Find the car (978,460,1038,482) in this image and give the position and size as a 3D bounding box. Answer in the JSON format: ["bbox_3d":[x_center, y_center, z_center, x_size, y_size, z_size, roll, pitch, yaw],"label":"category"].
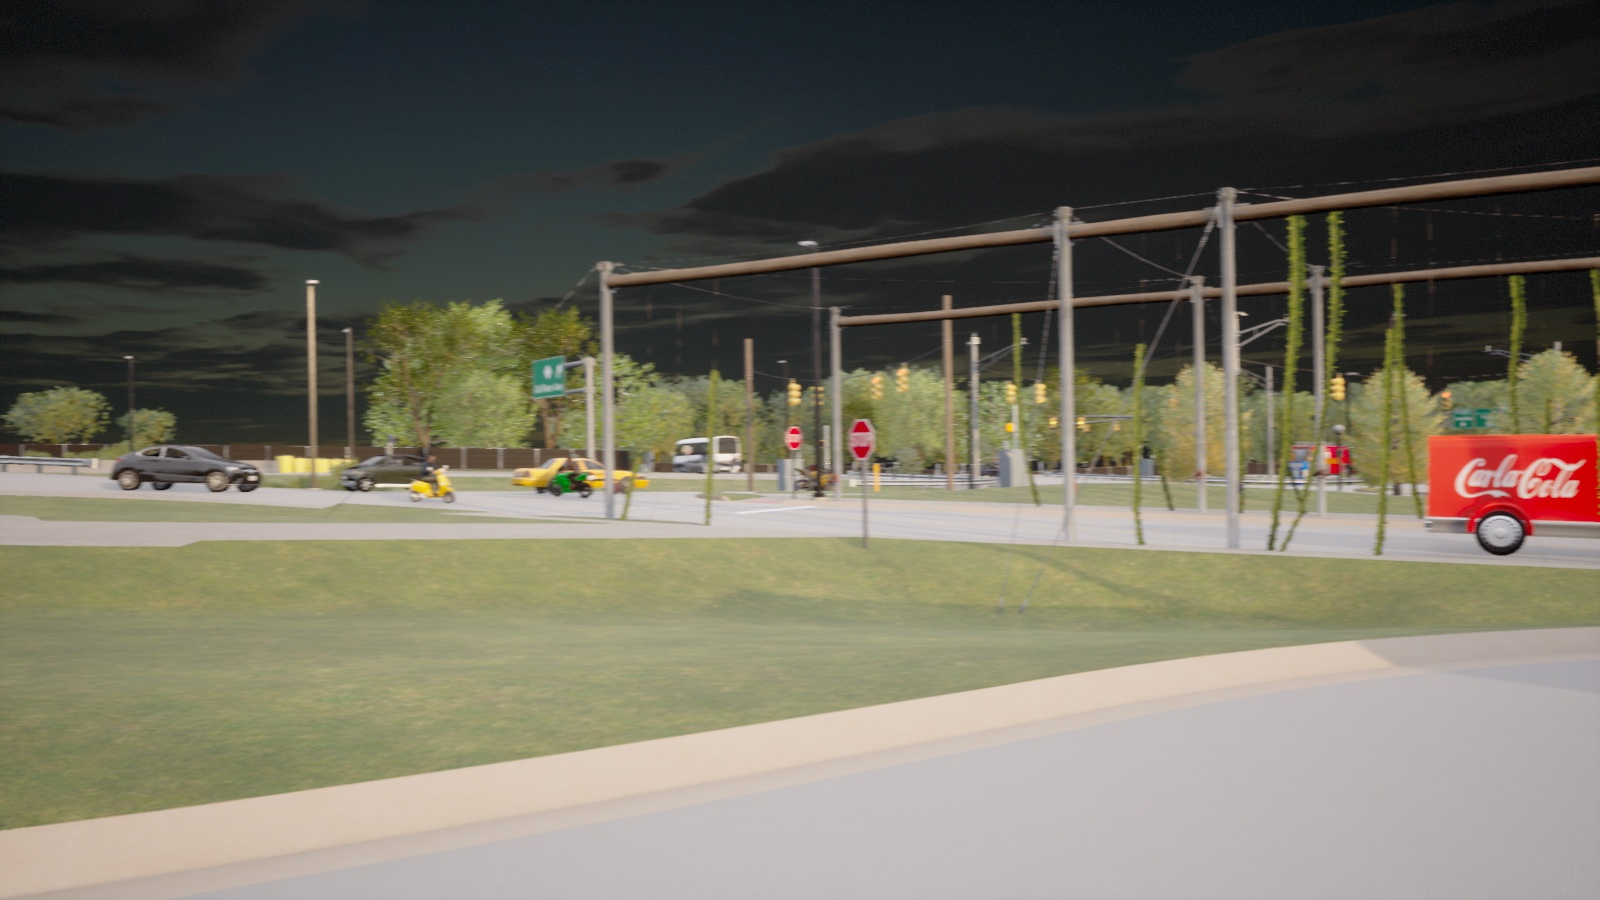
[{"bbox_3d":[14.373,1.468,87.037,1.816,1.474,4.193,0,-1,-31],"label":"car"}]

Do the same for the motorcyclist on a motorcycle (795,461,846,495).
[{"bbox_3d":[0.914,1.253,56.212,2.191,1.530,0.866,1,-2,-35],"label":"motorcyclist on a motorcycle"}]

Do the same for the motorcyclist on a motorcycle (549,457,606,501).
[{"bbox_3d":[-8.121,1.053,45.771,2.044,1.523,0.797,1,1,31],"label":"motorcyclist on a motorcycle"}]

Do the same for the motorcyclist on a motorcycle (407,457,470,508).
[{"bbox_3d":[-11.913,1.061,41.418,1.817,1.590,0.866,1,2,21],"label":"motorcyclist on a motorcycle"}]

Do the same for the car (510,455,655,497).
[{"bbox_3d":[-8.581,1.028,49.821,5.366,1.575,1.801,1,-1,-30],"label":"car"}]

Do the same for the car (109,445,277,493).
[{"bbox_3d":[-21.777,0.702,45.147,5.027,1.651,2.152,0,-2,7],"label":"car"}]

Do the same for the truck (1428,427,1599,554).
[{"bbox_3d":[15.891,0.778,25.805,5.204,2.467,2.627,0,0,30],"label":"truck"}]

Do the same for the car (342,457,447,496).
[{"bbox_3d":[-16.699,1.102,51.780,3.705,1.549,1.789,1,-2,-40],"label":"car"}]
